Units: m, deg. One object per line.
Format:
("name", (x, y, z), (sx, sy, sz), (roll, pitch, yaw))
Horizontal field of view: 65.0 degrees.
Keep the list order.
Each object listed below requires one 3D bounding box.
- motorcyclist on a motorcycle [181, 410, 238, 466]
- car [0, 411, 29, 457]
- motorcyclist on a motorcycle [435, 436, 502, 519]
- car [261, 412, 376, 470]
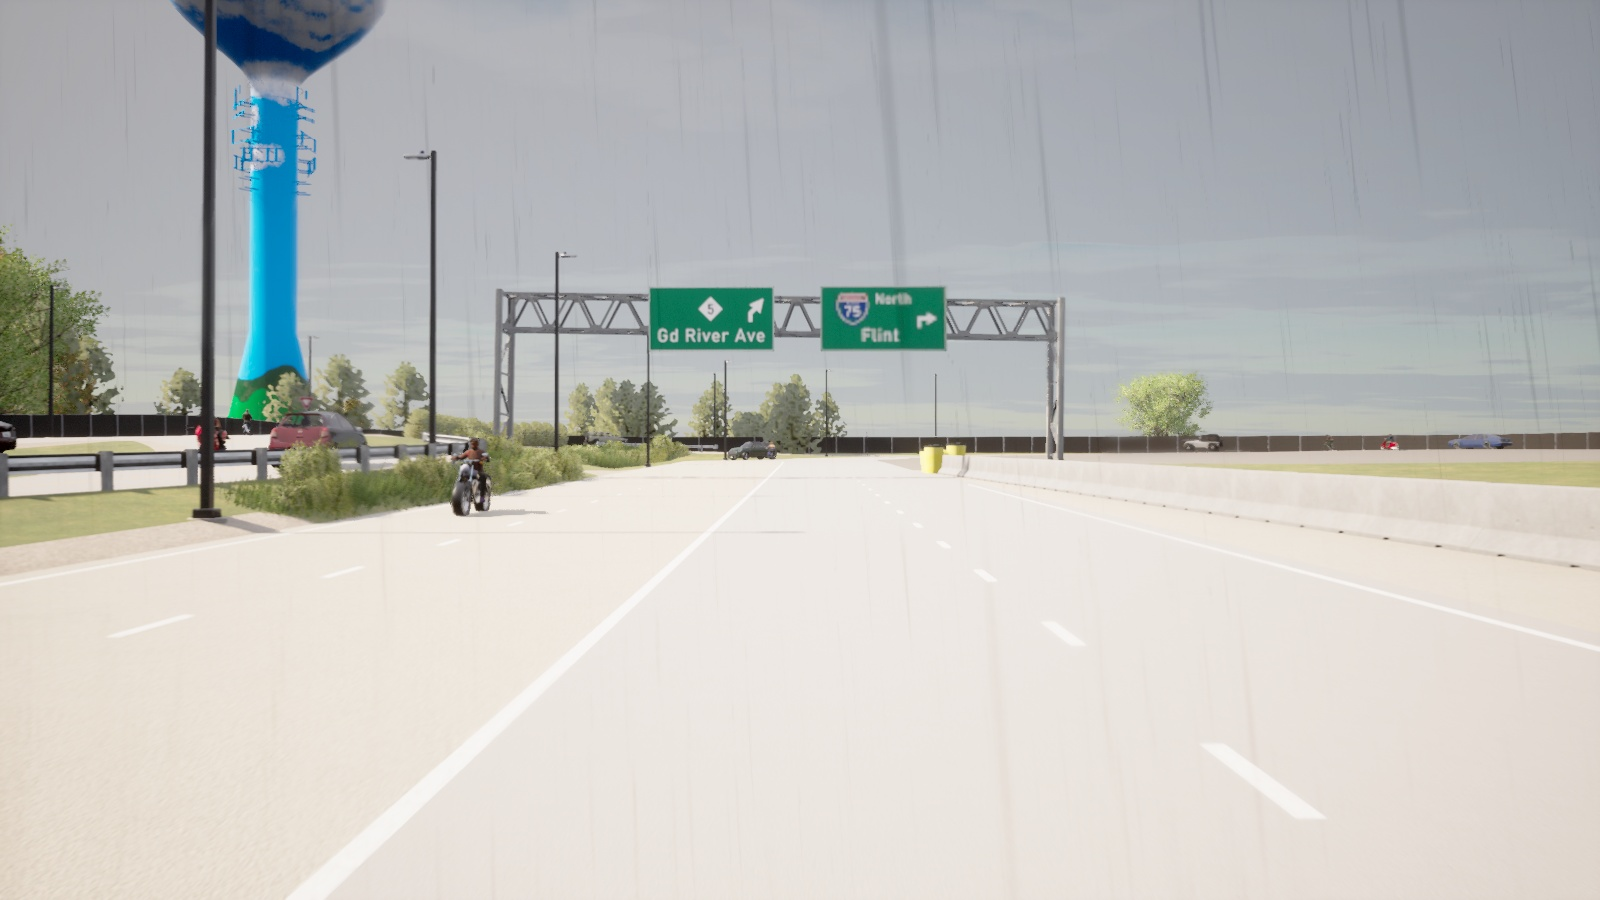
("motorcyclist on a motorcycle", (-16.857, -0.370, 35.885), (0.797, 1.523, 2.044), (-1, 2, -6))
("car", (-28.749, -0.516, 41.798), (4.792, 1.488, 2.163), (0, 3, -1))
("motorcyclist on a motorcycle", (-6.836, 0.535, 26.027), (0.766, 1.649, 2.350), (0, 1, 0))
("car", (-13.119, -0.300, 34.445), (1.845, 1.501, 3.633), (0, 2, -2))
